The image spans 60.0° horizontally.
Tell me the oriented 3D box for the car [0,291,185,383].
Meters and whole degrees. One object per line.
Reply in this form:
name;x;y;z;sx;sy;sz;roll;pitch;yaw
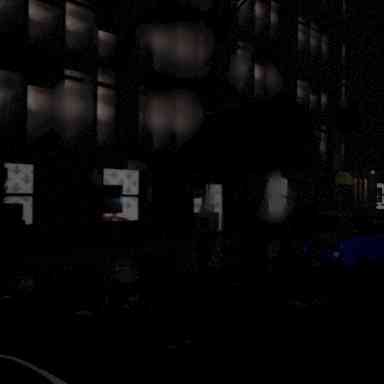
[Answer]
car;-2.317;1.499;1.725;4.892;1.490;1.837;0;0;-35

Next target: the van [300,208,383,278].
van;5.014;1.402;10.128;3.998;1.788;1.690;0;0;-35
